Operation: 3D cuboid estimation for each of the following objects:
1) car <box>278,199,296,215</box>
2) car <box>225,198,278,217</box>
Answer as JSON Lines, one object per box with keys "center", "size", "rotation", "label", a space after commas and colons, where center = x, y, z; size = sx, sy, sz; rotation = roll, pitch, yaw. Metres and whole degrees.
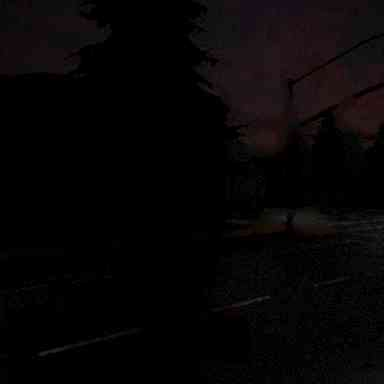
{"center": [7.871, 1.378, 32.376], "size": [1.837, 1.490, 4.892], "rotation": [0, 1, -33], "label": "car"}
{"center": [5.034, 1.369, 30.320], "size": [2.128, 1.511, 4.902], "rotation": [0, 0, -33], "label": "car"}
